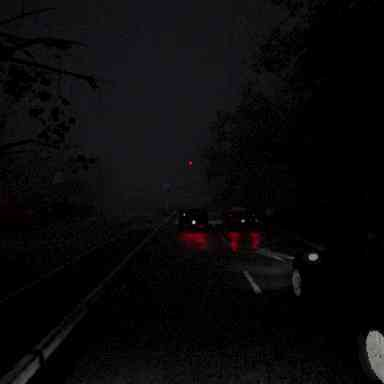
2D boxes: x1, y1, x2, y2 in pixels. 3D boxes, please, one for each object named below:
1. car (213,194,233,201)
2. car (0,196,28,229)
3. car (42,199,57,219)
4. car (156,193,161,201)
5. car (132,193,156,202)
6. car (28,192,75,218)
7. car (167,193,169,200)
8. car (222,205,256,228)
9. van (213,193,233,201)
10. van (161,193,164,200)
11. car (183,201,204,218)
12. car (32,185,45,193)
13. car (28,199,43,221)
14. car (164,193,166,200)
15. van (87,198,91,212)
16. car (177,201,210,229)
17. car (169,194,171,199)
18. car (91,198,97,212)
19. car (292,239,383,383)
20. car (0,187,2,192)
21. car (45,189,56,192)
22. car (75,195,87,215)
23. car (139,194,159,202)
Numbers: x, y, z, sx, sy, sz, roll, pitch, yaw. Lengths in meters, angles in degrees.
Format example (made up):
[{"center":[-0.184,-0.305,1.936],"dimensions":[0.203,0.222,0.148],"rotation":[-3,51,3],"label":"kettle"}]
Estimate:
[{"center":[7.665,1.367,82.538],"dimensions":[4.553,1.767,2.185],"rotation":[1,0,-14],"label":"car"},{"center":[-13.820,1.293,21.103],"dimensions":[5.566,2.045,2.435],"rotation":[-1,0,-20],"label":"car"},{"center":[-13.770,1.612,27.119],"dimensions":[4.674,1.452,2.002],"rotation":[-1,0,-20],"label":"car"},{"center":[-10.801,1.534,79.965],"dimensions":[5.366,1.575,1.946],"rotation":[-1,-1,-15],"label":"car"},{"center":[-11.446,1.568,76.972],"dimensions":[4.792,1.488,2.163],"rotation":[-1,0,-15],"label":"car"},{"center":[-13.790,1.335,30.116],"dimensions":[5.566,2.045,2.435],"rotation":[-1,0,-20],"label":"car"},{"center":[-9.642,1.613,91.923],"dimensions":[4.674,1.452,2.002],"rotation":[-1,0,-13],"label":"car"},{"center":[3.111,1.584,22.564],"dimensions":[1.812,1.442,4.674],"rotation":[0,0,0],"label":"car"},{"center":[7.281,1.259,79.569],"dimensions":[4.442,1.987,1.878],"rotation":[1,0,-14],"label":"van"},{"center":[-10.243,1.329,85.957],"dimensions":[4.442,1.987,1.878],"rotation":[-1,-1,-14],"label":"van"},{"center":[0.147,1.627,31.928],"dimensions":[1.812,1.442,4.674],"rotation":[0,0,1],"label":"car"},{"center":[-31.161,-0.241,67.905],"dimensions":[2.435,2.045,5.566],"rotation":[6,-3,-19],"label":"car"},{"center":[-13.959,1.557,24.052],"dimensions":[5.366,1.575,1.946],"rotation":[-1,0,-20],"label":"car"},{"center":[-10.015,1.566,88.928],"dimensions":[4.892,1.521,2.231],"rotation":[-1,-1,-14],"label":"car"},{"center":[-13.601,1.387,36.189],"dimensions":[4.442,1.987,1.878],"rotation":[-1,-1,-19],"label":"van"},{"center":[0.109,1.559,21.917],"dimensions":[1.837,1.490,4.892],"rotation":[0,-1,0],"label":"car"},{"center":[-9.271,1.622,94.925],"dimensions":[4.674,1.452,2.002],"rotation":[-1,-1,-13],"label":"car"},{"center":[-13.626,1.502,39.166],"dimensions":[4.553,1.767,2.185],"rotation":[-1,0,-19],"label":"car"},{"center":[3.101,1.480,5.277],"dimensions":[1.882,1.535,5.008],"rotation":[0,0,0],"label":"car"},{"center":[-40.199,-0.807,67.957],"dimensions":[2.231,1.521,4.892],"rotation":[6,-3,-19],"label":"car"},{"center":[-28.166,0.321,67.843],"dimensions":[2.002,1.452,4.674],"rotation":[6,-3,-19],"label":"car"},{"center":[-13.717,1.348,33.152],"dimensions":[5.566,2.045,2.435],"rotation":[-1,-1,-20],"label":"car"},{"center":[-10.708,1.423,82.917],"dimensions":[4.553,1.767,2.185],"rotation":[-1,-1,-14],"label":"car"}]
